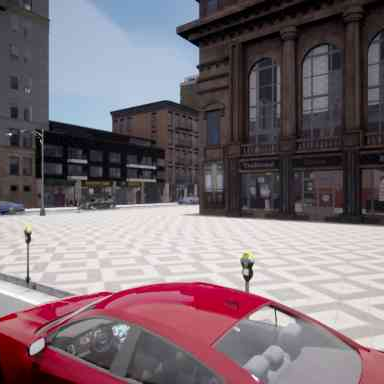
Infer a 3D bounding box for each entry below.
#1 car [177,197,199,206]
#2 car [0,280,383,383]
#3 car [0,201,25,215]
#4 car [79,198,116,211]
[{"bbox_3d":[-0.265,1.534,56.425,2.033,1.411,5.357,0,0,37],"label":"car"},{"bbox_3d":[-0.294,1.545,3.055,4.507,1.381,1.887,0,0,35],"label":"car"},{"bbox_3d":[-18.738,1.506,31.394,2.033,1.411,5.357,0,0,36],"label":"car"},{"bbox_3d":[-11.611,1.471,41.090,1.837,1.490,4.892,0,0,36],"label":"car"}]
